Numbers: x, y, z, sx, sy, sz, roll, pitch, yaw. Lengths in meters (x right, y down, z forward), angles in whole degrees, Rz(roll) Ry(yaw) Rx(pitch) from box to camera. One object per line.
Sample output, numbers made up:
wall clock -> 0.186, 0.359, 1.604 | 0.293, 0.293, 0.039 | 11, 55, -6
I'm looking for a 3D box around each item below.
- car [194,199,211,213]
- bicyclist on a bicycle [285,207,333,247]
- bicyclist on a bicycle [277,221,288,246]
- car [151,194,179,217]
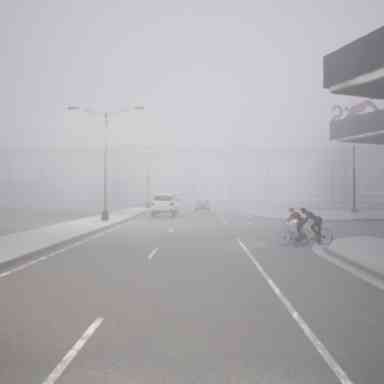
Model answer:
car -> 1.211, 1.561, 38.133 | 2.033, 1.411, 5.357 | 0, 0, 3
bicyclist on a bicycle -> 4.837, 1.422, 13.653 | 1.656, 1.620, 0.582 | -9, -3, 19
bicyclist on a bicycle -> 4.386, 1.485, 14.235 | 1.656, 1.620, 0.582 | 0, 0, -17
car -> -2.484, 1.208, 31.366 | 2.150, 2.045, 5.566 | 0, 0, 2
